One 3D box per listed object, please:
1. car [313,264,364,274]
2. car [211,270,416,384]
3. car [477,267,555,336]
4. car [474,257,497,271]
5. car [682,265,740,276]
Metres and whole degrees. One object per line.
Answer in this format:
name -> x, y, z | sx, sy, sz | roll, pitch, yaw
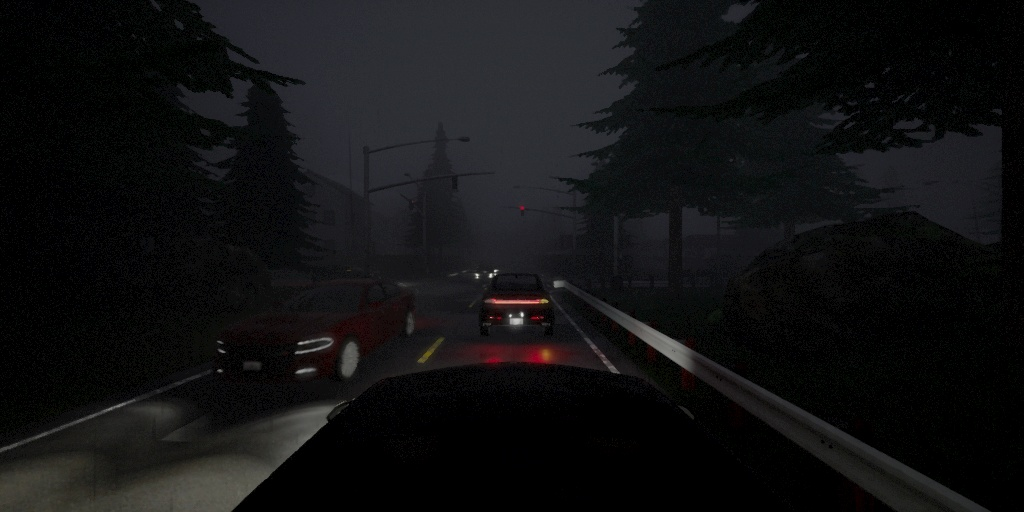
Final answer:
car -> -11.581, 1.260, 25.204 | 4.674, 1.442, 1.812 | 0, 0, 1
car -> -3.476, 1.227, 7.388 | 1.882, 1.535, 5.008 | 0, 0, 2
car -> 0.134, 1.242, 10.395 | 2.128, 1.511, 4.902 | 0, 0, 1
car -> -3.224, 1.227, 44.079 | 1.882, 1.535, 5.008 | 0, 0, 1
car -> 15.550, 1.336, 28.461 | 4.718, 1.301, 1.895 | 0, 0, 1
